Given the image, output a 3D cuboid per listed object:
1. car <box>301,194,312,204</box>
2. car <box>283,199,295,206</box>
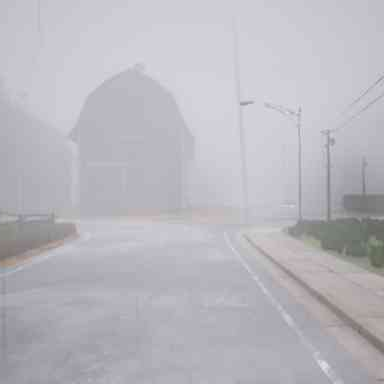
[{"bbox_3d":[25.591,1.556,74.988,2.150,2.045,5.566,0,0,12],"label":"car"},{"bbox_3d":[18.855,1.976,64.555,1.994,1.385,4.181,0,0,17],"label":"car"}]
